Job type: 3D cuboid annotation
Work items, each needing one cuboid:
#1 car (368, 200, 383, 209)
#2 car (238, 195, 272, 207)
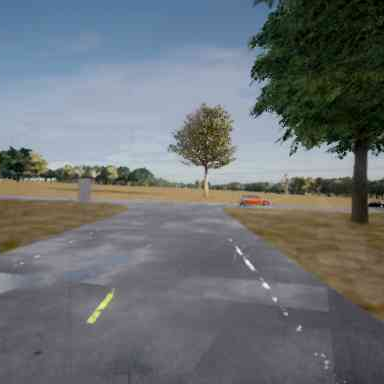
[{"bbox_3d":[28.482,1.974,53.150,4.718,1.301,1.895,2,0,1],"label":"car"},{"bbox_3d":[8.784,1.172,46.564,4.553,1.767,2.097,2,0,1],"label":"car"}]
